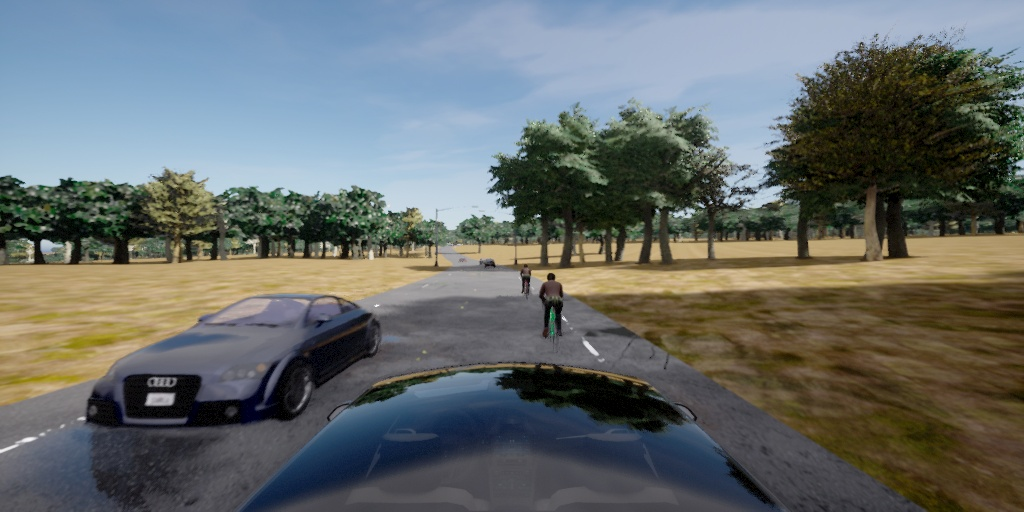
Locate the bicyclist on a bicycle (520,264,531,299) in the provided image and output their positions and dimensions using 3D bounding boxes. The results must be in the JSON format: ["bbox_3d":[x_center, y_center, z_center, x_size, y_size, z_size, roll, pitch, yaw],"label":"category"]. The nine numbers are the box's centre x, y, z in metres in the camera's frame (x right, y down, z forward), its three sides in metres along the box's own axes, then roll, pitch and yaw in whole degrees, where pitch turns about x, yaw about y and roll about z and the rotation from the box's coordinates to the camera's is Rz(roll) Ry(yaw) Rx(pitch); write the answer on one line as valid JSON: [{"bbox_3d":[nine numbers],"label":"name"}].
[{"bbox_3d":[0.663,1.212,16.974,0.582,1.620,1.656,0,0,-2],"label":"bicyclist on a bicycle"}]

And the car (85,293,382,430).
[{"bbox_3d":[-3.653,1.307,5.700,1.994,1.385,4.181,1,0,-1],"label":"car"}]

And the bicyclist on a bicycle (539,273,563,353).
[{"bbox_3d":[0.883,1.203,7.913,0.582,1.620,1.656,0,0,-1],"label":"bicyclist on a bicycle"}]

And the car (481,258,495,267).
[{"bbox_3d":[-4.019,1.246,63.937,1.837,1.490,4.892,0,1,-7],"label":"car"}]
